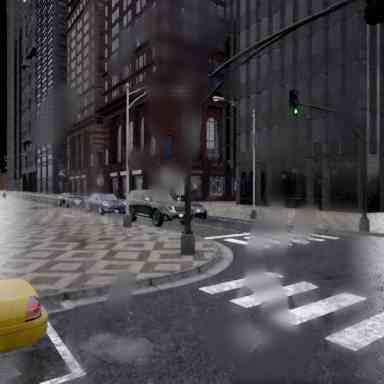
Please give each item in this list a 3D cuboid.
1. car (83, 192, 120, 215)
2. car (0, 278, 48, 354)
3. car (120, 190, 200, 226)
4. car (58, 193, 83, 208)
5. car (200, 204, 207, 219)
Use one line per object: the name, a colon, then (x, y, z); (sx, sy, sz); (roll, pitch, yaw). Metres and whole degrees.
car: (-7.129, 0.872, 27.684); (2.097, 1.767, 4.553); (0, 1, -35)
car: (-4.246, 1.525, 3.627); (4.829, 1.417, 1.752); (0, 0, -35)
car: (-2.211, 0.898, 20.820); (2.150, 2.045, 5.566); (0, 1, -36)
car: (-13.146, 0.827, 36.087); (2.128, 1.511, 4.902); (0, 1, -36)
car: (-0.734, 1.208, 24.248); (1.994, 1.385, 4.181); (0, 1, -36)
